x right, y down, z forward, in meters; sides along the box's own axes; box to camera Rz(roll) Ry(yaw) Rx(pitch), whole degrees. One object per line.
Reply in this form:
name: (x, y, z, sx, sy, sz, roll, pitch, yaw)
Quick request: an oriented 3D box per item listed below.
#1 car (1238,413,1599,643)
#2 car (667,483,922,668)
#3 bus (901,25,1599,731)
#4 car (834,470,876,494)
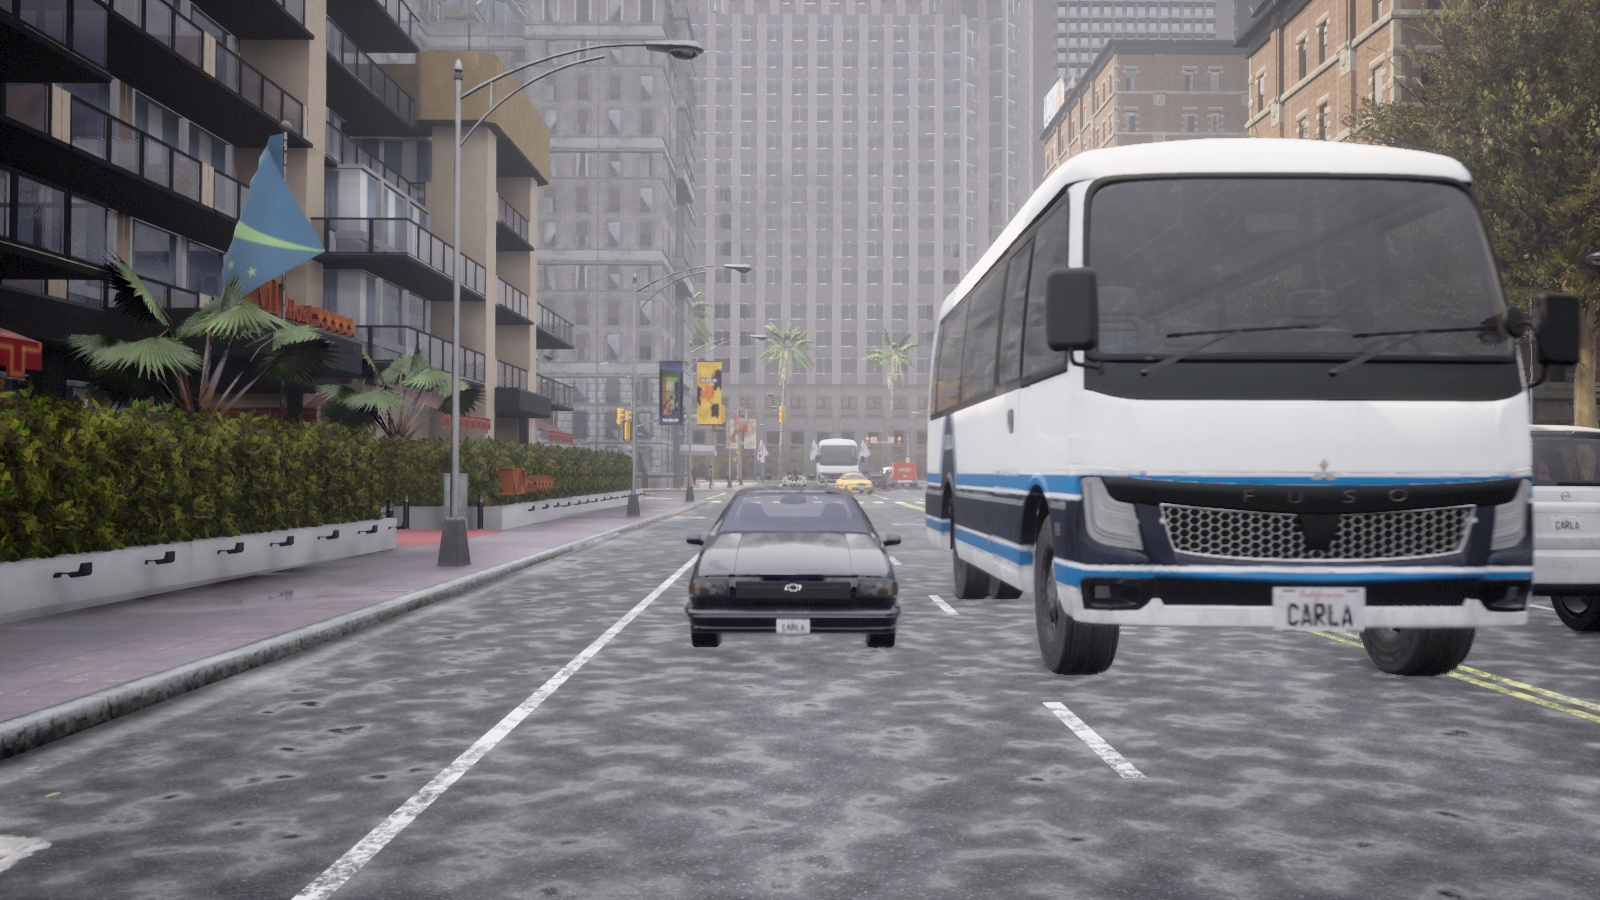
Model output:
car: (6.931, 0.740, 13.983, 2.150, 2.045, 5.566, 0, -1, 0)
car: (-0.054, 1.076, 12.736, 2.033, 1.411, 5.357, 0, -1, 0)
bus: (3.441, -0.363, 12.718, 3.944, 4.253, 10.273, 0, -1, 0)
car: (3.716, 2.182, 86.143, 1.801, 1.575, 5.366, 0, -1, -10)
